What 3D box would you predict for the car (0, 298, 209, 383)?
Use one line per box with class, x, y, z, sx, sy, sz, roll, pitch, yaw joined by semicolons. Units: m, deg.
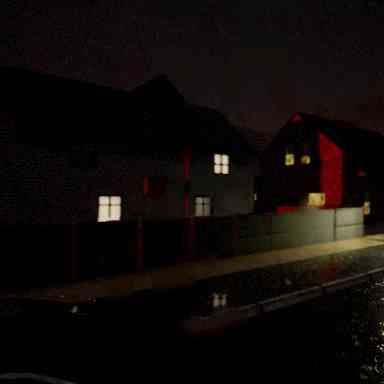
car;-2.077;1.494;1.577;4.902;1.511;2.128;0;0;-35
